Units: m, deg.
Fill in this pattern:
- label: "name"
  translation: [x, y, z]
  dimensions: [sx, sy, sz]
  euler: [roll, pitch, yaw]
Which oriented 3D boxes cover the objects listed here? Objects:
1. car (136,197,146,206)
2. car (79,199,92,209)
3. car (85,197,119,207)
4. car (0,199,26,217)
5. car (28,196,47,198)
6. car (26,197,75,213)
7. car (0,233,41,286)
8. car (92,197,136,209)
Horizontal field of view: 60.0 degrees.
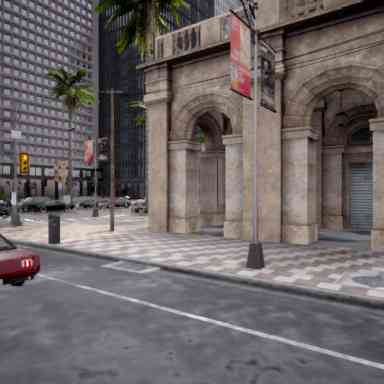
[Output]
- label: "car"
  translation: [-7.478, 1.524, 54.818]
  dimensions: [1.812, 1.442, 4.674]
  euler: [0, 0, 36]
- label: "car"
  translation: [-13.195, 1.546, 46.914]
  dimensions: [2.033, 1.411, 5.357]
  euler: [0, 0, 36]
- label: "car"
  translation: [-13.870, 1.512, 51.260]
  dimensions: [2.161, 1.482, 4.786]
  euler: [0, 0, 35]
- label: "car"
  translation: [-17.618, 1.546, 28.467]
  dimensions: [2.033, 1.411, 5.357]
  euler: [0, 0, 36]
- label: "car"
  translation: [-18.733, 1.351, 39.233]
  dimensions: [2.097, 1.767, 4.553]
  euler: [0, 0, 36]
- label: "car"
  translation: [-15.728, 1.600, 37.415]
  dimensions: [1.895, 1.301, 4.718]
  euler: [0, 0, 36]
- label: "car"
  translation: [-5.792, 1.601, 8.180]
  dimensions: [4.718, 1.301, 1.895]
  euler: [0, 0, 37]
- label: "car"
  translation: [-10.423, 1.490, 44.770]
  dimensions: [2.128, 1.511, 4.902]
  euler: [0, 0, 36]
